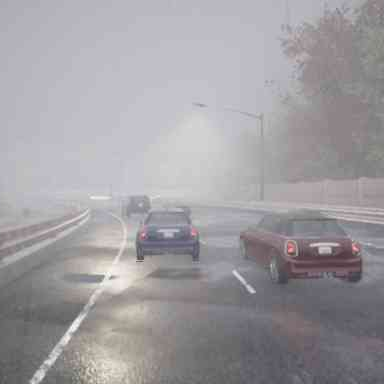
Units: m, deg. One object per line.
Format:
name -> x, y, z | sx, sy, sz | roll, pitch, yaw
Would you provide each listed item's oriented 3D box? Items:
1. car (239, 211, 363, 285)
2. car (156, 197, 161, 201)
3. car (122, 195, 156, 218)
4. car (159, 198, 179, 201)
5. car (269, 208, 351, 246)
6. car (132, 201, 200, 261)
car -> 2.855, 1.372, 9.794 | 2.097, 1.767, 4.553 | 0, 0, -6
car -> -6.492, 1.644, 64.223 | 2.128, 1.511, 4.902 | 0, 0, -4
car -> -5.300, 1.299, 31.380 | 2.150, 2.045, 5.566 | 0, 0, -18
car -> -1.459, 1.577, 30.785 | 1.837, 1.490, 4.892 | 0, 0, -17
car -> 5.515, 1.595, 16.231 | 1.994, 1.385, 4.181 | 0, 0, -9
car -> -0.997, 1.382, 12.633 | 2.097, 1.767, 4.553 | 0, 0, -7
